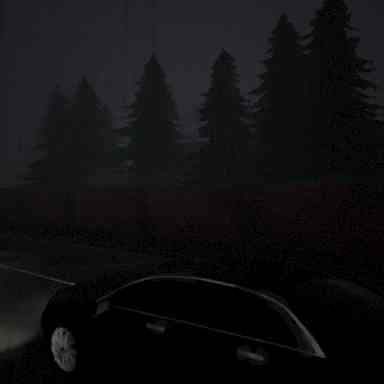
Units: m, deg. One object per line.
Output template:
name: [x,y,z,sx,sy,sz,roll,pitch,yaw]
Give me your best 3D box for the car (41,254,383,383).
car: [0.193,1.505,3.855,4.892,1.490,1.837,0,0,35]
